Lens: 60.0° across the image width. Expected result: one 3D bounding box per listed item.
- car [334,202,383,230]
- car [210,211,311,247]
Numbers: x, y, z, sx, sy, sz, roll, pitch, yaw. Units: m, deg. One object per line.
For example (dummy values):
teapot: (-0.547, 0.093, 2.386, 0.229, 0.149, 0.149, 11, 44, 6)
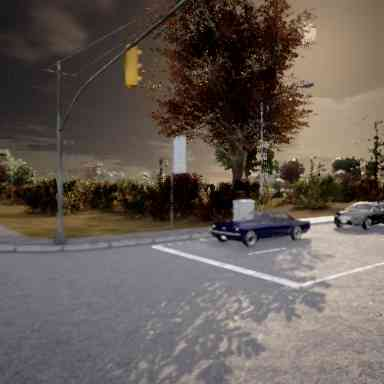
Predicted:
car: (10.528, 1.357, 20.078, 4.902, 1.511, 2.128, -1, 0, -35)
car: (3.106, 1.531, 14.809, 4.718, 1.301, 1.895, 0, 0, -35)
